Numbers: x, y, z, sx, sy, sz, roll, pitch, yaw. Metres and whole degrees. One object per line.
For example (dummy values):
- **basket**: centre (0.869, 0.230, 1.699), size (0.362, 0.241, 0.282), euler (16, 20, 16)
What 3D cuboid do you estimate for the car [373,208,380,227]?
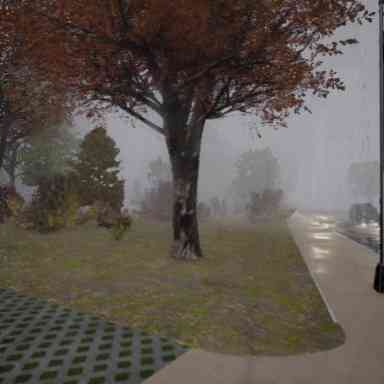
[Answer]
- **car**: centre (17.378, 2.354, 28.256), size (1.882, 1.535, 5.008), euler (-1, -2, 14)

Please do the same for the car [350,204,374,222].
- **car**: centre (20.092, 2.386, 39.049), size (2.150, 2.045, 5.566), euler (-1, -2, 14)
